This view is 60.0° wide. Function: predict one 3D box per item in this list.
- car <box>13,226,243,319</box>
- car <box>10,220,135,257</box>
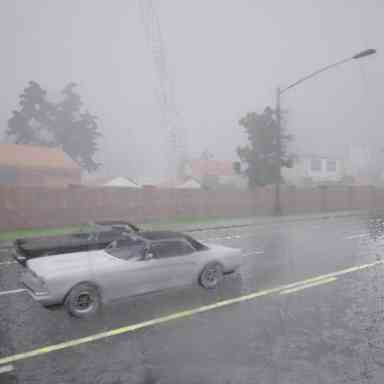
[{"bbox_3d":[-1.166,1.590,7.461,4.718,1.301,1.895,0,0,-35],"label":"car"},{"bbox_3d":[-3.015,1.589,10.439,4.718,1.301,1.895,0,0,-35],"label":"car"}]
